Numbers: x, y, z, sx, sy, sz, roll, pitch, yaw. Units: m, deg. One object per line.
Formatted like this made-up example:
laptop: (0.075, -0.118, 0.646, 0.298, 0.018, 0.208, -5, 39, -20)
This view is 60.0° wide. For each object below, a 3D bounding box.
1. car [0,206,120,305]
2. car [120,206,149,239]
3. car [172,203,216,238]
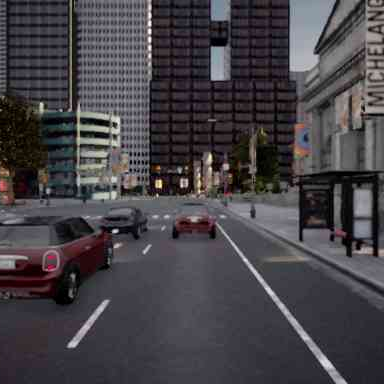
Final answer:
car: (-3.401, 1.341, 8.238, 2.097, 1.767, 4.553, 0, 0, 0)
car: (-3.397, 1.482, 17.189, 1.837, 1.490, 4.892, 0, 0, 0)
car: (0.104, 1.328, 17.542, 2.097, 1.767, 4.553, 0, 0, 0)
